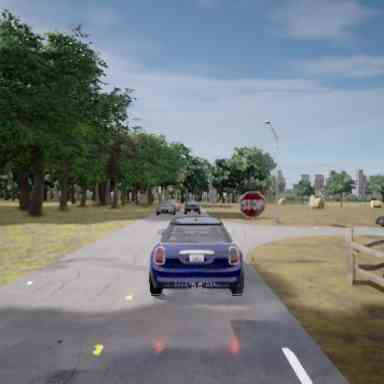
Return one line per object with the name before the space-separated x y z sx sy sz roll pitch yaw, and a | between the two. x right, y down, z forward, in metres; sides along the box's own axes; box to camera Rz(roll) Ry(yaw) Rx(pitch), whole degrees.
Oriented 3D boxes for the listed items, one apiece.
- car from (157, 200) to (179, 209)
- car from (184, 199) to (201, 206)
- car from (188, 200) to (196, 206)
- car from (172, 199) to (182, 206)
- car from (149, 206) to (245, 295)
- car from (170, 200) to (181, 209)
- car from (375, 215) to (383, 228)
car | -2.834 1.932 37.418 1.994 1.385 4.181 0 -1 1
car | 0.069 1.917 40.775 1.837 1.490 4.892 0 -1 0
car | 0.001 2.492 77.044 1.837 1.490 4.892 0 -1 0
car | -2.834 1.859 47.412 2.097 1.767 4.553 0 -1 0
car | 0.100 1.429 9.097 2.097 1.767 4.553 0 -1 0
car | -2.815 2.167 57.784 1.837 1.490 4.892 0 -1 0
car | 14.886 1.827 22.693 4.181 1.385 1.994 0 -2 0
